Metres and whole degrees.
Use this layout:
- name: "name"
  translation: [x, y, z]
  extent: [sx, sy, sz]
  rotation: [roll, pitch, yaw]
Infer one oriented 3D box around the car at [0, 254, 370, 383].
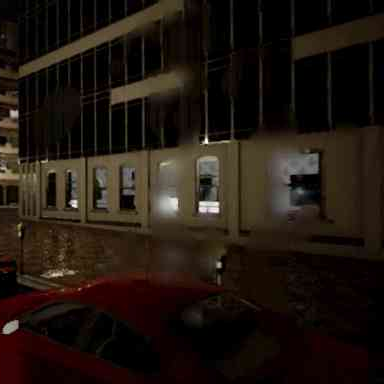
- name: "car"
  translation: [-0.674, 1.529, 3.366]
  extent: [4.507, 1.381, 1.887]
  rotation: [0, 0, 36]
